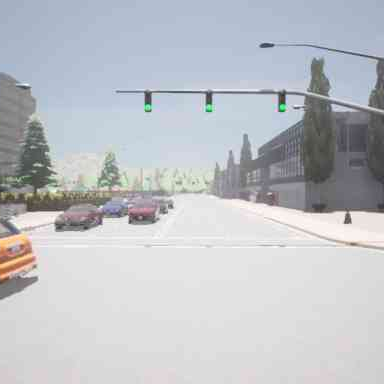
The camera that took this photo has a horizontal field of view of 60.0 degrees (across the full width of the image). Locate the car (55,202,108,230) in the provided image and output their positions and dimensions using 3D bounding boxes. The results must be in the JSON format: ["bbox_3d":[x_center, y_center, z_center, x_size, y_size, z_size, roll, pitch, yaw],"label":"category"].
[{"bbox_3d":[-7.047,1.521,21.250,1.812,1.442,4.674,0,0,0],"label":"car"}]

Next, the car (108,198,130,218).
[{"bbox_3d":[-7.023,1.519,30.156,1.812,1.442,4.674,0,0,0],"label":"car"}]

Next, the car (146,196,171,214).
[{"bbox_3d":[-3.510,1.498,34.724,1.837,1.490,4.892,0,0,0],"label":"car"}]

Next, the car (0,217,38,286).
[{"bbox_3d":[-6.177,1.348,7.728,4.553,1.767,2.097,0,0,2],"label":"car"}]

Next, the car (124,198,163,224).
[{"bbox_3d":[-3.536,1.472,25.228,1.882,1.535,5.008,0,0,0],"label":"car"}]

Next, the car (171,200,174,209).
[{"bbox_3d":[-3.466,1.554,44.600,1.994,1.385,4.181,0,0,1],"label":"car"}]

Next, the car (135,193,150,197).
[{"bbox_3d":[-6.935,1.343,50.848,2.097,1.767,4.553,0,0,1],"label":"car"}]

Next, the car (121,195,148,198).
[{"bbox_3d":[-6.991,1.483,40.105,2.128,1.511,4.902,0,0,0],"label":"car"}]
